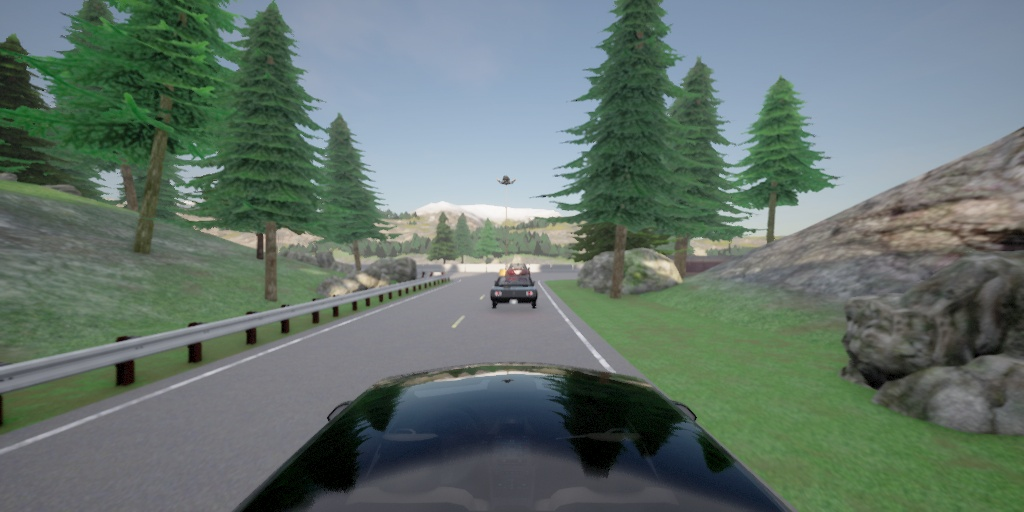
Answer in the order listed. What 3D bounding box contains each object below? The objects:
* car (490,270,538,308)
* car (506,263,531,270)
[{"bbox_3d":[0.126,1.482,15.931,1.895,1.301,4.718,0,0,1],"label":"car"},{"bbox_3d":[0.526,1.371,30.895,2.097,1.767,4.553,0,-1,2],"label":"car"}]
